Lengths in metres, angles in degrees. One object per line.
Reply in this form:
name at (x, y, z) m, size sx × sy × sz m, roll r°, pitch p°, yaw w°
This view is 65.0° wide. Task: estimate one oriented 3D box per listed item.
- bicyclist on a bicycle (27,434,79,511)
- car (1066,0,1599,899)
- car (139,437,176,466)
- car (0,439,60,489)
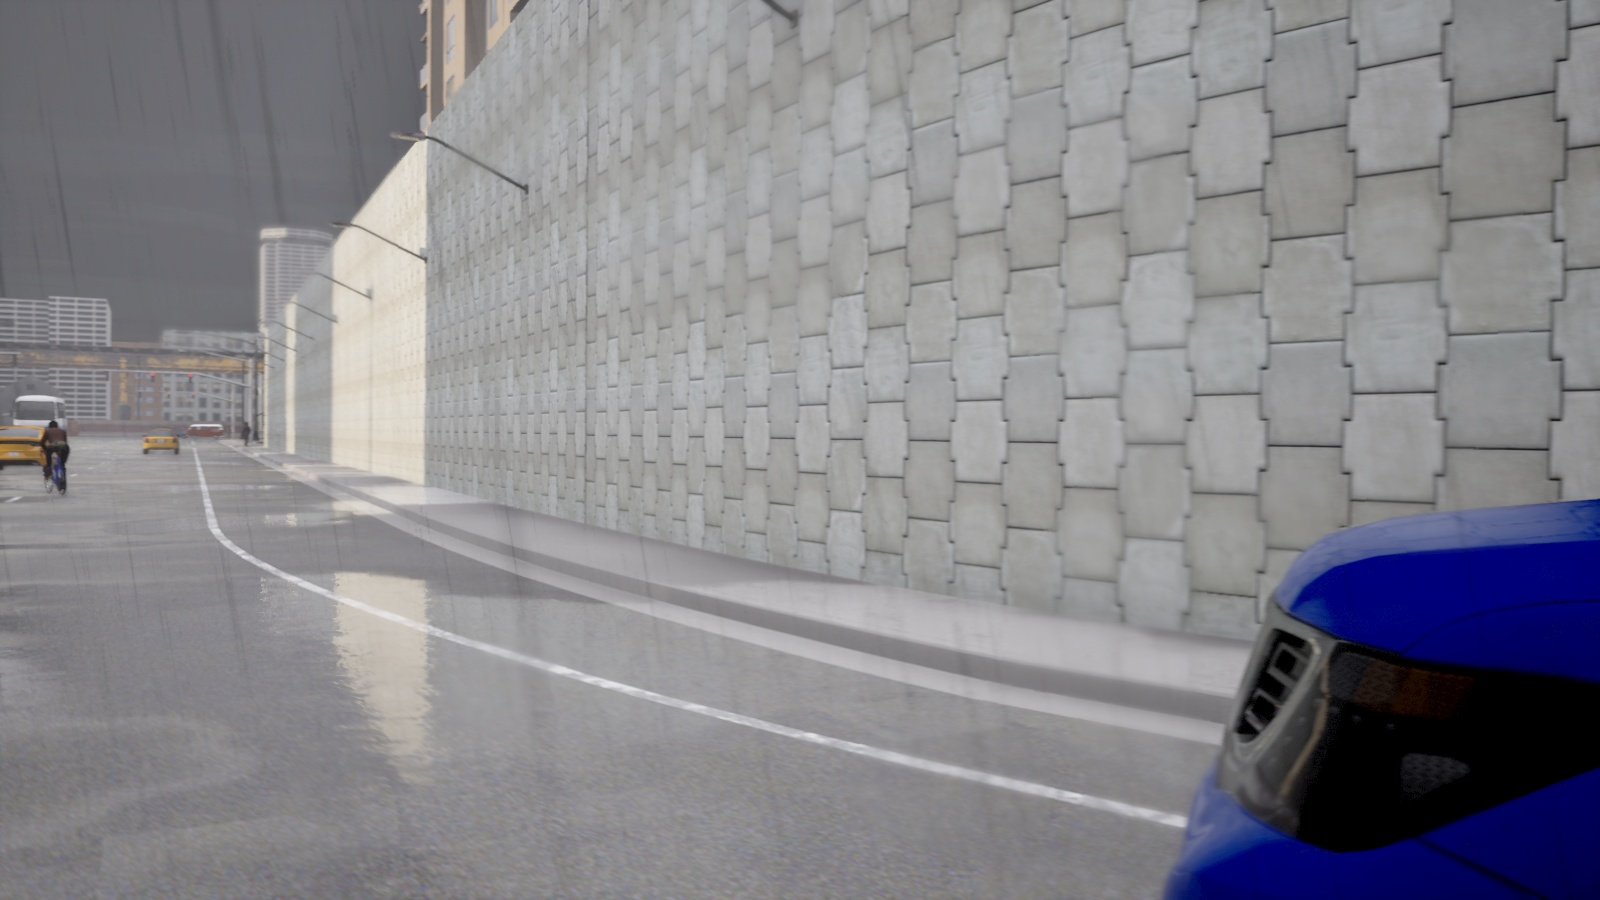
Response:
bicyclist on a bicycle at (-16.260, 0.478, 27.311) m, size 0.582 × 1.620 × 1.656 m, roll -1°, pitch 0°, yaw -44°
car at (3.339, 0.406, 1.365) m, size 5.566 × 2.045 × 2.150 m, roll 0°, pitch 1°, yaw 30°
car at (-36.618, 0.076, 71.663) m, size 1.801 × 1.575 × 5.366 m, roll -1°, pitch 1°, yaw -26°
car at (-25.676, 0.405, 41.351) m, size 1.882 × 1.535 × 5.008 m, roll -1°, pitch 1°, yaw -26°
